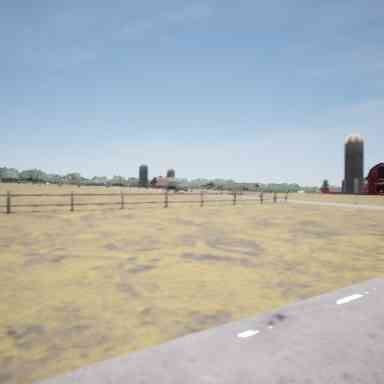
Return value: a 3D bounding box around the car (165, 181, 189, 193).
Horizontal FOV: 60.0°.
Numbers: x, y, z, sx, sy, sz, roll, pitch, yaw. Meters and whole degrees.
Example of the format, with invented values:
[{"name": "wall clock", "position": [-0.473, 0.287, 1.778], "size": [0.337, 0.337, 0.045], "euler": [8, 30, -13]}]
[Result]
[{"name": "car", "position": [-2.824, -0.986, 61.203], "size": [2.150, 2.045, 5.566], "euler": [1, 2, -36]}]
